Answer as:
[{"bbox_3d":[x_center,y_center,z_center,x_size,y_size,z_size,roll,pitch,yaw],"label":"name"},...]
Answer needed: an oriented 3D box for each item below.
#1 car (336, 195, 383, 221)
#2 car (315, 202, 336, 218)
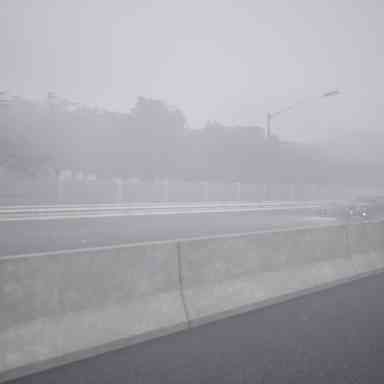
[{"bbox_3d":[14.776,1.297,27.870,5.566,2.045,2.150,1,0,-37],"label":"car"},{"bbox_3d":[13.369,1.639,31.191,4.181,1.385,1.994,0,0,-37],"label":"car"}]
